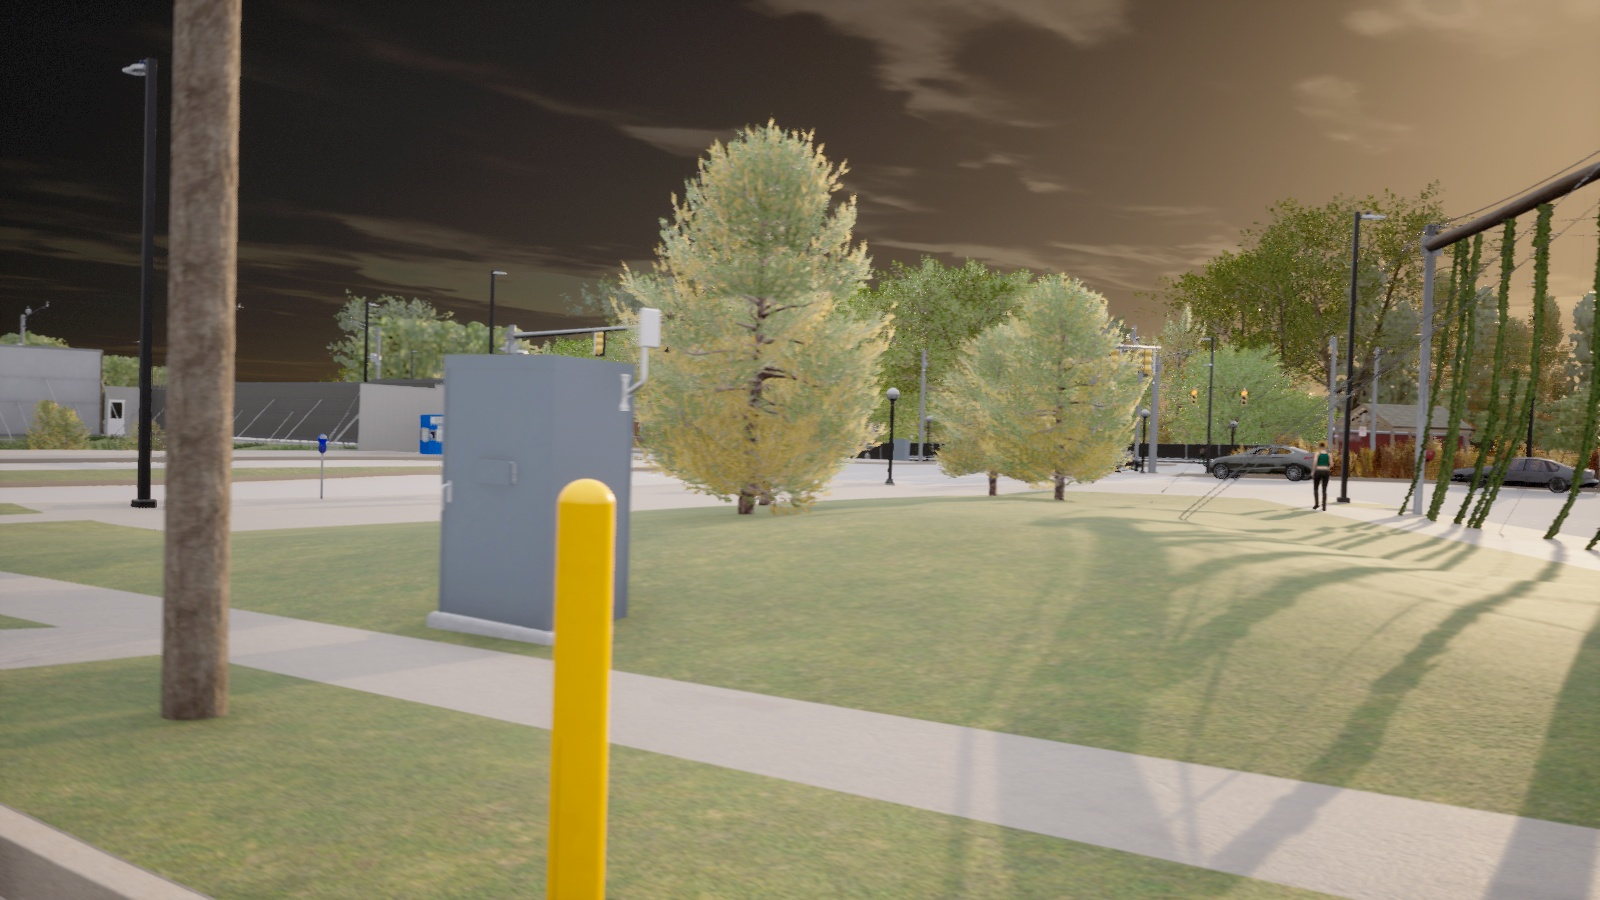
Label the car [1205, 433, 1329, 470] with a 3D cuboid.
[{"bbox_3d":[21.736,0.039,58.501,5.027,1.651,2.152,0,1,36],"label":"car"}]

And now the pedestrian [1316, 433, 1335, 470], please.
[{"bbox_3d":[26.473,0.079,63.247,0.694,1.848,0.540,2,2,38],"label":"pedestrian"}]

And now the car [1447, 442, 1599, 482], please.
[{"bbox_3d":[30.196,0.454,52.439,5.357,1.411,2.033,2,3,36],"label":"car"}]

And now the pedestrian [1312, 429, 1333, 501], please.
[{"bbox_3d":[13.611,0.390,32.720,0.345,1.836,0.594,1,2,10],"label":"pedestrian"}]
